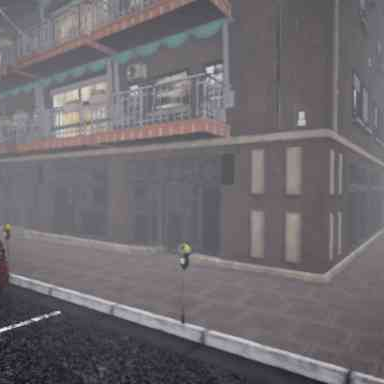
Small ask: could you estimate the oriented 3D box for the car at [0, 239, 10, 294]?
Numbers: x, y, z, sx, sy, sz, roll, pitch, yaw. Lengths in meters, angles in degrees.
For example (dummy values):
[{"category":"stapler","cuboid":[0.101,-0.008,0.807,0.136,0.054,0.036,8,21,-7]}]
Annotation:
[{"category":"car","cuboid":[-5.839,1.323,7.023,5.009,1.841,2.192,0,1,36]}]
